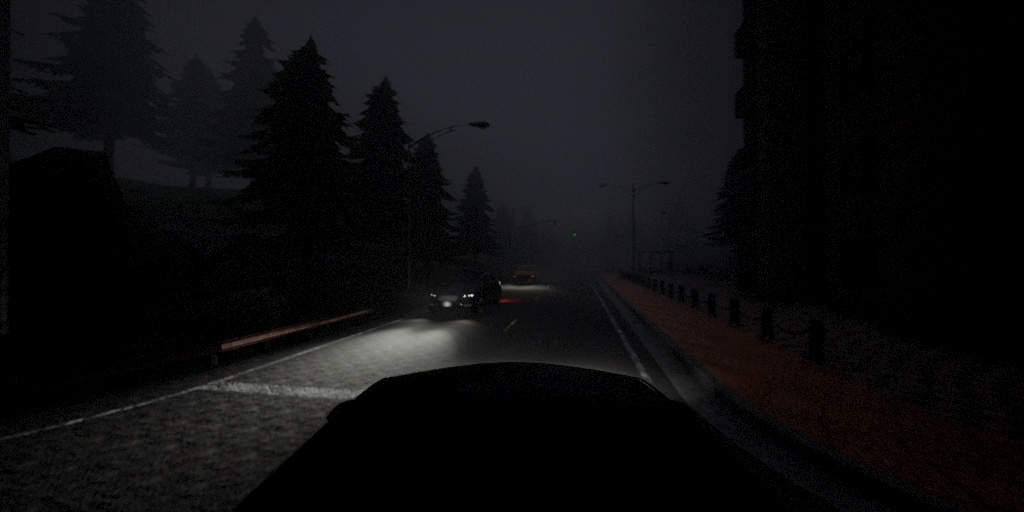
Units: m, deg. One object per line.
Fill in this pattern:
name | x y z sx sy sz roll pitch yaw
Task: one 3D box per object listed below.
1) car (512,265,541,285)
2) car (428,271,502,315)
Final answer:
car | 1.295 1.486 29.727 1.882 1.535 5.008 0 -1 11
car | -1.710 1.370 14.425 2.128 1.511 4.902 0 -1 11
